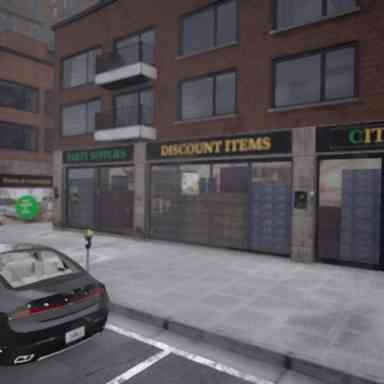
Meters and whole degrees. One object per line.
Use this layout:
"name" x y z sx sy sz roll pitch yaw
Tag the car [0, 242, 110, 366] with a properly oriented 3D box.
"car" -3.213 1.503 5.375 4.403 1.369 2.008 1 1 36
